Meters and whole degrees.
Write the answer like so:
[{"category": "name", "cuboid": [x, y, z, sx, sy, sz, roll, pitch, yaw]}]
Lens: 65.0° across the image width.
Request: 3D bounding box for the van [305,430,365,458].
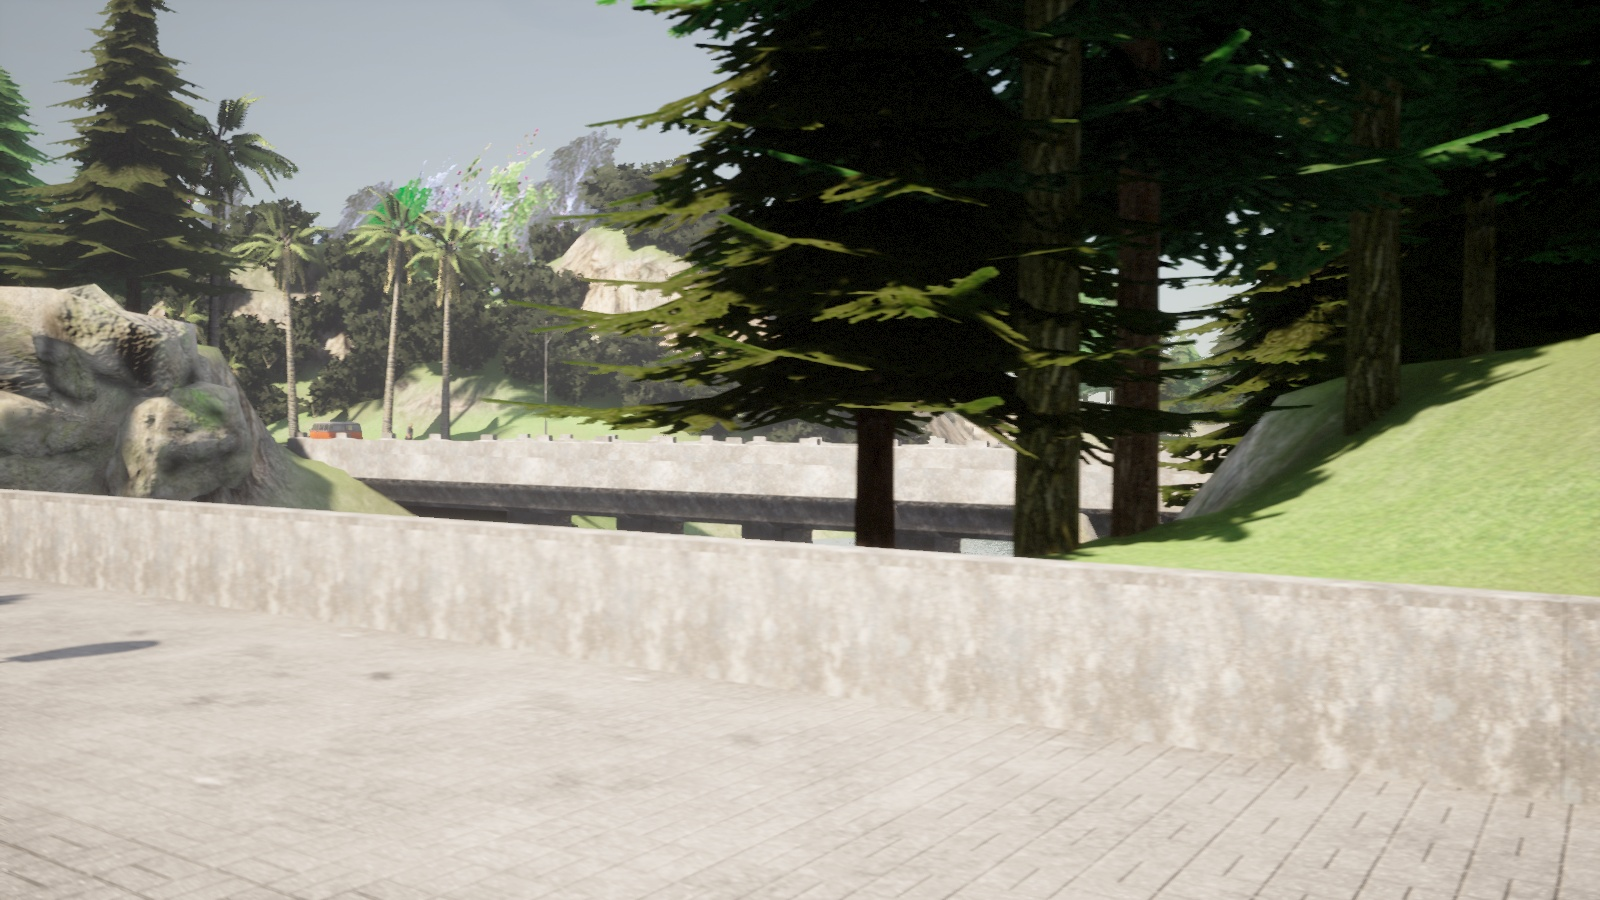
[{"category": "van", "cuboid": [-33.604, -0.449, 90.760, 4.442, 1.987, 1.775, 0, 1, 34]}]
